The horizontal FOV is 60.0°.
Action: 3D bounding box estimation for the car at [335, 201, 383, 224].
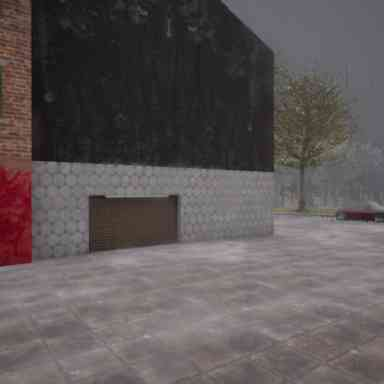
[{"bbox_3d":[13.556,1.505,25.654,2.097,1.767,4.553,0,-1,-35],"label":"car"}]
